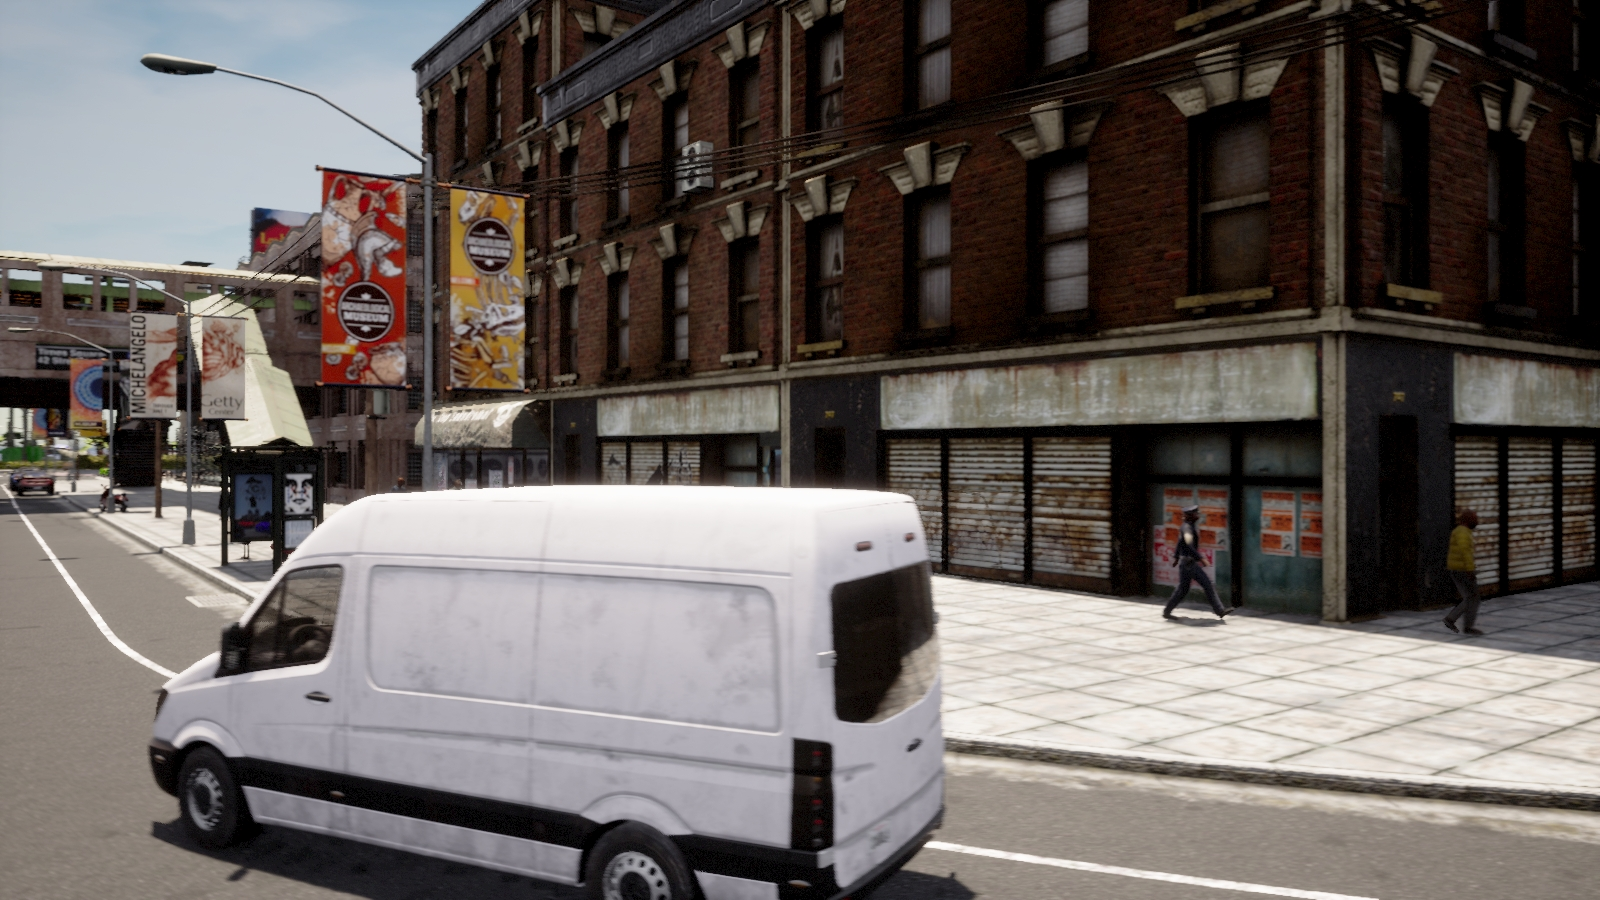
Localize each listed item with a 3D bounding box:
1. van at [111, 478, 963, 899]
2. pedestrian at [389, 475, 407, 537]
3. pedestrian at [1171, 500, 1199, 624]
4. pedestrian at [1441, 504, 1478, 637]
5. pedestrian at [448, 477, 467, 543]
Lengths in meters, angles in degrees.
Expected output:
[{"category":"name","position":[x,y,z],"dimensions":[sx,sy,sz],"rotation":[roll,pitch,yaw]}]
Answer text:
[{"category":"van","position":[-2.015,1.540,8.003],"dimensions":[5.915,2.561,1.988],"rotation":[0,0,27]},{"category":"pedestrian","position":[-12.340,1.719,35.086],"dimensions":[0.375,1.860,0.375],"rotation":[0,0,41]},{"category":"pedestrian","position":[5.943,1.711,17.629],"dimensions":[0.375,1.860,0.375],"rotation":[0,0,24]},{"category":"pedestrian","position":[9.429,1.711,16.343],"dimensions":[0.375,1.860,0.375],"rotation":[0,0,14]},{"category":"pedestrian","position":[-9.779,1.718,32.638],"dimensions":[0.375,1.860,0.375],"rotation":[0,0,42]}]
